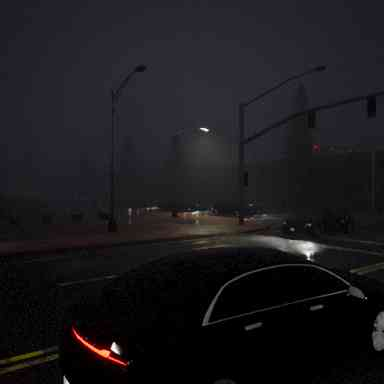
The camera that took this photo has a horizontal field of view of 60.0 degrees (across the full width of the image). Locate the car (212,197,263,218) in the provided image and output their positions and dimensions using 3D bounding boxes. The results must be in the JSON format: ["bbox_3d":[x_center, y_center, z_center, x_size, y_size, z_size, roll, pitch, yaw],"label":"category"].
[{"bbox_3d":[3.840,1.505,30.883,1.837,1.490,4.892,0,0,-36],"label":"car"}]

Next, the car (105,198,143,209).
[{"bbox_3d":[-9.429,1.526,45.785,4.674,1.442,1.812,0,0,36],"label":"car"}]

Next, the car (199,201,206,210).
[{"bbox_3d":[-0.311,1.505,41.936,1.837,1.490,4.892,0,0,-41],"label":"car"}]

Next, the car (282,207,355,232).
[{"bbox_3d":[6.732,1.526,17.387,4.674,1.442,1.812,0,0,-36],"label":"car"}]

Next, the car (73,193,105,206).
[{"bbox_3d":[-16.664,1.221,54.051,5.566,2.045,2.150,0,0,20],"label":"car"}]

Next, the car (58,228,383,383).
[{"bbox_3d":[0.858,1.505,4.408,4.892,1.490,1.837,0,0,-35],"label":"car"}]

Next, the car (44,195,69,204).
[{"bbox_3d":[-26.166,1.353,63.841,4.553,1.767,2.097,0,0,9],"label":"car"}]

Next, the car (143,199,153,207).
[{"bbox_3d":[-7.659,1.564,48.762,4.181,1.385,1.994,0,0,35],"label":"car"}]

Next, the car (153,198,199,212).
[{"bbox_3d":[-1.964,1.547,38.708,2.033,1.411,5.357,0,0,-39],"label":"car"}]
